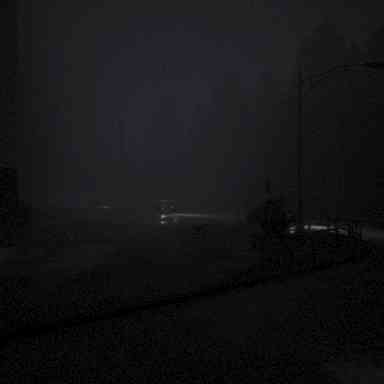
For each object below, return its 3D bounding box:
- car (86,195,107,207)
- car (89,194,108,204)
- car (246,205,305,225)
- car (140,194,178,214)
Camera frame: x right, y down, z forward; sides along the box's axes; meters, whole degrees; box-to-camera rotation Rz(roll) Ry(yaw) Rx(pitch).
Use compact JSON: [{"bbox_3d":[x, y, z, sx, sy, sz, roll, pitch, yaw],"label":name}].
[{"bbox_3d":[-15.359,1.548,53.145,2.033,1.411,5.357,0,0,-35],"label":"car"},{"bbox_3d":[-18.068,1.352,63.976,2.097,1.767,4.553,0,0,-35],"label":"car"},{"bbox_3d":[5.794,1.563,23.486,1.994,1.385,4.181,0,0,-35],"label":"car"},{"bbox_3d":[-3.721,1.223,36.761,2.150,2.045,5.566,0,0,-36],"label":"car"}]
